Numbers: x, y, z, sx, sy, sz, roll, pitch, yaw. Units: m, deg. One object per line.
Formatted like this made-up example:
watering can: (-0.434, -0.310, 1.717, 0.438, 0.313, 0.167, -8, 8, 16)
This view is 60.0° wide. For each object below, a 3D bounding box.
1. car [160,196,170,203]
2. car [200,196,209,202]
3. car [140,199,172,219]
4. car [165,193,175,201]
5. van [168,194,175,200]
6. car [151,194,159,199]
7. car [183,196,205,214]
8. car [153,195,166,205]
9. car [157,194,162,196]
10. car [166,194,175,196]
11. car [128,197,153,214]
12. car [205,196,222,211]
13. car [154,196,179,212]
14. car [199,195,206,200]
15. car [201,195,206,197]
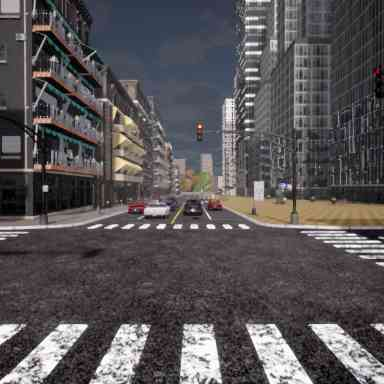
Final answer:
car: (-5.591, 1.583, 69.228, 1.802, 1.307, 4.206, -1, 0, 0)
car: (2.765, 1.547, 74.921, 1.887, 1.381, 4.507, -1, 0, 0)
car: (-3.053, 1.597, 29.383, 1.895, 1.301, 4.718, 0, 0, 0)
car: (-5.568, 1.321, 86.175, 2.192, 1.841, 5.009, -1, 0, 0)
van: (-5.558, 1.350, 91.823, 1.690, 1.788, 3.998, -1, 0, 0)
car: (-5.637, 1.436, 40.983, 1.967, 1.590, 4.097, -1, 0, 0)
car: (0.123, 1.501, 34.841, 1.837, 1.490, 4.892, 0, 0, 1)
car: (-5.611, 1.438, 57.930, 1.967, 1.590, 4.097, -1, 0, 0)
car: (-5.621, 1.312, 52.282, 2.192, 1.841, 5.009, -1, 0, 0)
car: (-3.010, 1.501, 49.625, 1.837, 1.490, 4.892, 0, 0, 0)
car: (-5.645, 1.540, 35.334, 1.887, 1.381, 4.507, -1, 0, 0)
car: (2.711, 1.540, 41.027, 1.887, 1.381, 4.507, -1, 0, 0)
car: (-3.025, 1.559, 39.444, 1.994, 1.385, 4.181, 0, 0, 1)
car: (2.792, 1.534, 92.039, 1.752, 1.417, 4.829, -1, 0, 0)
car: (2.747, 1.551, 63.623, 2.008, 1.369, 4.403, -1, 0, 0)
